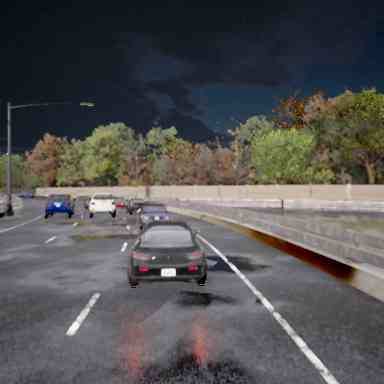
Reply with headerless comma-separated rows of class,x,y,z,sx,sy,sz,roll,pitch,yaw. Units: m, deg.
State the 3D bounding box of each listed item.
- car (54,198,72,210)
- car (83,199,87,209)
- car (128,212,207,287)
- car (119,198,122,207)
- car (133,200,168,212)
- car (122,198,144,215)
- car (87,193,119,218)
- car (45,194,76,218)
car,-16.573,1.510,42.539,1.895,1.301,4.718,0,0,-24
car,-12.802,1.453,42.668,2.033,1.411,5.357,0,0,-22
car,-0.695,1.503,9.220,1.812,1.442,4.674,0,0,-5
car,-9.619,1.463,44.043,1.994,1.385,4.181,0,0,-23
car,-2.465,1.497,21.183,2.033,1.411,5.357,0,0,-11
car,-5.510,1.427,33.117,1.837,1.490,4.892,0,0,-17
car,-8.088,1.146,29.895,2.150,2.045,5.566,0,-1,-18
car,-11.697,1.161,29.660,2.150,2.045,5.566,0,0,-17
